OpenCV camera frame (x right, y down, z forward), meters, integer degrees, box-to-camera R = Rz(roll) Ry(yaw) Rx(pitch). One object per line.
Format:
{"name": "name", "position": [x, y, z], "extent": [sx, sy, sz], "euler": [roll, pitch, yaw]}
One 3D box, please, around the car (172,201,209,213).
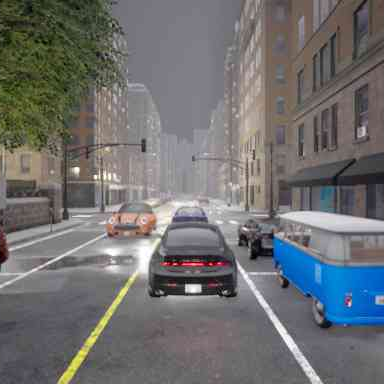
{"name": "car", "position": [-0.082, 1.510, 18.196], "extent": [1.882, 1.535, 5.008], "euler": [0, 0, 1]}

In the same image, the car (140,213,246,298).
{"name": "car", "position": [0.013, 1.522, 8.517], "extent": [1.837, 1.490, 4.892], "euler": [0, 0, 0]}

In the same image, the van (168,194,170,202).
{"name": "van", "position": [-6.188, 1.464, 72.113], "extent": [1.690, 1.788, 3.998], "euler": [0, 0, 0]}

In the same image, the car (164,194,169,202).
{"name": "car", "position": [-6.148, 1.655, 66.662], "extent": [1.887, 1.381, 4.507], "euler": [0, 0, 0]}

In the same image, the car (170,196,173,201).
{"name": "car", "position": [-6.227, 1.686, 77.564], "extent": [2.008, 1.369, 4.403], "euler": [0, 0, 0]}

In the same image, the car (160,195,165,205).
{"name": "car", "position": [-6.069, 1.639, 55.761], "extent": [2.008, 1.369, 4.403], "euler": [0, 0, 0]}

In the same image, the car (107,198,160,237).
{"name": "car", "position": [-3.126, 1.384, 18.100], "extent": [2.097, 1.767, 4.553], "euler": [0, 0, 0]}

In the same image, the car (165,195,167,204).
{"name": "car", "position": [-6.109, 1.644, 61.212], "extent": [1.887, 1.381, 4.507], "euler": [0, 0, 0]}

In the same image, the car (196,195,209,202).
{"name": "car", "position": [2.375, 1.550, 66.760], "extent": [1.967, 1.590, 4.097], "euler": [0, 0, 0]}

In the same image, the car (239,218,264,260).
{"name": "car", "position": [2.771, 1.589, 12.385], "extent": [1.947, 1.339, 4.313], "euler": [0, 0, 0]}

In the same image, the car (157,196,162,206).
{"name": "car", "position": [-6.028, 1.604, 50.141], "extent": [1.752, 1.417, 4.829], "euler": [0, 0, 0]}

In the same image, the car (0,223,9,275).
{"name": "car", "position": [-5.712, 1.329, 6.623], "extent": [2.192, 1.841, 5.009], "euler": [0, 0, 0]}

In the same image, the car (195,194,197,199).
{"name": "car", "position": [2.297, 1.686, 77.657], "extent": [2.008, 1.369, 4.403], "euler": [0, 0, 0]}

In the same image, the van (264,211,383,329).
{"name": "van", "position": [2.812, 1.354, 6.725], "extent": [1.690, 1.788, 3.998], "euler": [0, 0, 0]}
